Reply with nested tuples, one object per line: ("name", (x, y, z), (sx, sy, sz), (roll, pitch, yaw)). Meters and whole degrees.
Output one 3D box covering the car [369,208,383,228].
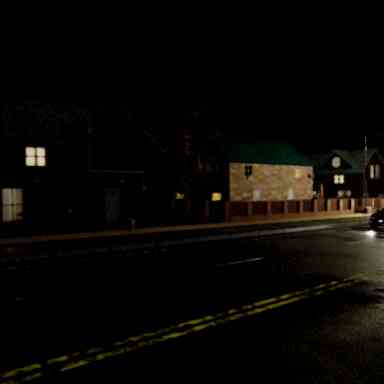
("car", (13.024, 1.498, 20.840), (4.892, 1.490, 1.837), (1, 0, -35))
